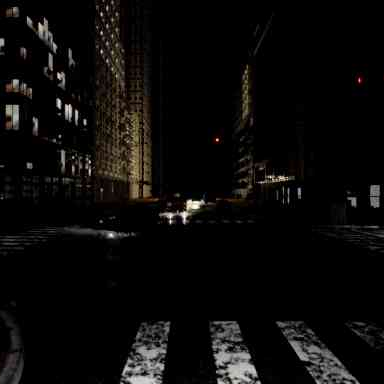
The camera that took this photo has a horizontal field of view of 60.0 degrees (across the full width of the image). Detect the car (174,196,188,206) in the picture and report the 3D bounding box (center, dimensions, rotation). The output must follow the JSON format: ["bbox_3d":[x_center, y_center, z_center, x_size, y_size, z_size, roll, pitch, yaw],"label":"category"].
[{"bbox_3d":[-1.747,1.498,55.037,2.128,1.511,4.902,0,0,0],"label":"car"}]

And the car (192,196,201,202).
[{"bbox_3d":[0.968,1.512,73.228,1.812,1.442,4.674,0,0,0],"label":"car"}]

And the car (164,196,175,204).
[{"bbox_3d":[-4.291,1.564,63.839,1.947,1.339,4.313,0,0,0],"label":"car"}]

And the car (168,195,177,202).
[{"bbox_3d":[-4.372,1.426,74.895,1.967,1.590,4.097,0,0,0],"label":"car"}]

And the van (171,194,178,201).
[{"bbox_3d":[-4.452,1.315,85.949,1.690,1.788,3.998,0,0,0],"label":"van"}]

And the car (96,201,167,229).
[{"bbox_3d":[-4.082,1.539,21.985,1.812,1.442,4.674,1,0,37],"label":"car"}]

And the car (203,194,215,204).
[{"bbox_3d":[3.589,1.313,63.896,2.192,1.841,5.009,0,0,0],"label":"car"}]

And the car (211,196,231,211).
[{"bbox_3d":[3.800,1.579,41.788,1.947,1.339,4.313,0,0,0],"label":"car"}]

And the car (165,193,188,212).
[{"bbox_3d":[-1.643,1.366,38.983,2.097,1.767,4.553,0,0,0],"label":"car"}]

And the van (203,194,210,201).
[{"bbox_3d":[3.468,1.321,80.479,1.690,1.788,3.998,0,0,0],"label":"van"}]

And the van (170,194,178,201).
[{"bbox_3d":[-4.412,1.321,80.422,1.690,1.788,3.998,0,0,0],"label":"van"}]

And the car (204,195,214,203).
[{"bbox_3d":[3.549,1.432,69.425,1.967,1.590,4.097,0,0,0],"label":"car"}]

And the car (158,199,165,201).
[{"bbox_3d":[-4.170,1.592,47.257,1.802,1.307,4.206,0,0,0],"label":"car"}]
